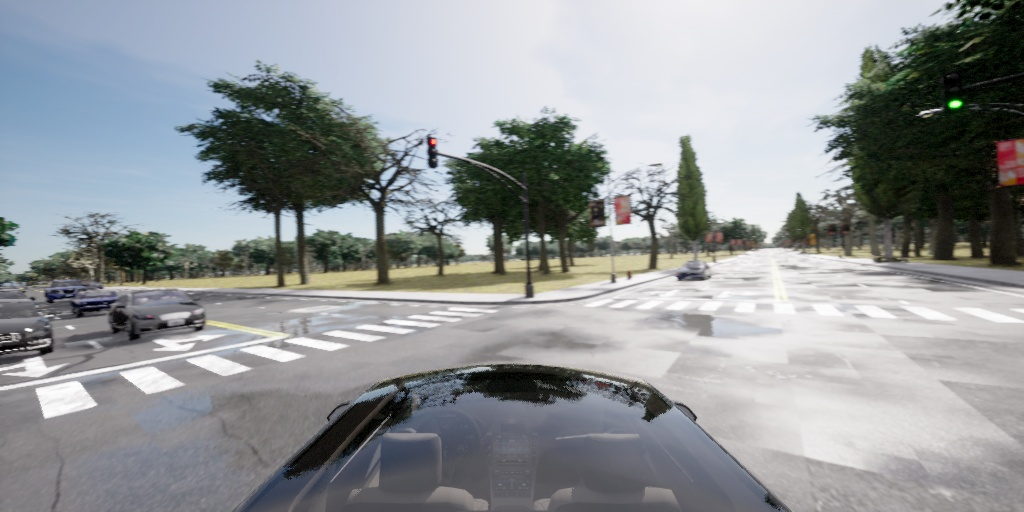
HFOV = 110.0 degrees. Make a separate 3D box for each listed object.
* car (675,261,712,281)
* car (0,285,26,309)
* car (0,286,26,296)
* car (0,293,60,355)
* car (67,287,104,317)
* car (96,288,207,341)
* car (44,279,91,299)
[{"bbox_3d":[13.682,1.061,26.807,2.033,1.411,5.357,-3,-1,36],"label":"car"},{"bbox_3d":[-42.065,3.361,29.667,4.553,1.767,2.097,-3,-1,35],"label":"car"},{"bbox_3d":[-24.206,2.381,16.934,4.553,1.767,2.097,-3,-1,35],"label":"car"},{"bbox_3d":[-14.397,2.007,10.005,4.892,1.490,1.837,-3,-1,35],"label":"car"},{"bbox_3d":[-23.549,2.637,20.457,4.718,1.301,1.895,-3,-1,36],"label":"car"},{"bbox_3d":[-12.632,1.942,12.729,4.902,1.511,2.128,-3,-1,35],"label":"car"},{"bbox_3d":[-40.452,3.174,32.507,5.566,2.045,2.150,-3,-1,35],"label":"car"}]
